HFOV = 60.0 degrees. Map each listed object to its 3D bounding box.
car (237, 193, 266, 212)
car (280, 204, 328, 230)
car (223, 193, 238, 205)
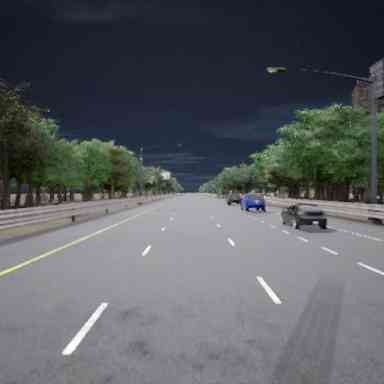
[{"bbox_3d":[7.057,1.239,38.712,2.150,2.045,5.566,0,0,0],"label":"car"},{"bbox_3d":[7.025,1.505,21.303,1.837,1.490,4.892,0,0,0],"label":"car"},{"bbox_3d":[7.090,1.237,57.152,2.150,2.045,5.566,0,0,0],"label":"car"}]
